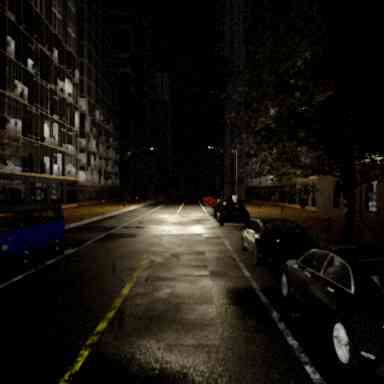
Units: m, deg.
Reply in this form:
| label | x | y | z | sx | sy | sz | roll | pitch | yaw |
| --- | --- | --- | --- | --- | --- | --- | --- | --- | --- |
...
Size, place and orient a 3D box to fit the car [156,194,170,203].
| label | x | y | z | sx | sy | sz | roll | pitch | yaw |
| --- | --- | --- | --- | --- | --- | --- | --- | --- | --- |
| car | -5.706 | 1.338 | 62.385 | 1.887 | 1.381 | 4.507 | 0 | 0 | 0 |

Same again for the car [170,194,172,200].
| label | x | y | z | sx | sy | sz | roll | pitch | yaw |
| --- | --- | --- | --- | --- | --- | --- | --- | --- | --- |
| car | -5.708 | 1.351 | 68.078 | 1.802 | 1.307 | 4.206 | 0 | 0 | 0 |

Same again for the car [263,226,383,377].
| label | x | y | z | sx | sy | sz | roll | pitch | yaw |
| --- | --- | --- | --- | --- | --- | --- | --- | --- | --- |
| car | 2.691 | 1.538 | 5.457 | 2.008 | 1.369 | 4.403 | 0 | 0 | 0 |

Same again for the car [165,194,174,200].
| label | x | y | z | sx | sy | sz | roll | pitch | yaw |
| --- | --- | --- | --- | --- | --- | --- | --- | --- | --- |
| car | -5.714 | 1.258 | 85.156 | 1.947 | 1.339 | 4.313 | 0 | 0 | 0 |

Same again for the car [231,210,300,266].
| label | x | y | z | sx | sy | sz | roll | pitch | yaw |
| --- | --- | --- | --- | --- | --- | --- | --- | --- | --- |
| car | 2.689 | 1.523 | 11.149 | 2.008 | 1.369 | 4.403 | 0 | 0 | 0 |

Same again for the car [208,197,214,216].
| label | x | y | z | sx | sy | sz | roll | pitch | yaw |
| --- | --- | --- | --- | --- | --- | --- | --- | --- | --- |
| car | 2.684 | 1.358 | 28.226 | 1.967 | 1.590 | 4.097 | 0 | 0 | 0 |

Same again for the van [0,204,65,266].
| label | x | y | z | sx | sy | sz | roll | pitch | yaw |
| --- | --- | --- | --- | --- | --- | --- | --- | --- | --- |
| van | -5.691 | 1.314 | 11.150 | 1.690 | 1.788 | 3.998 | 0 | 0 | 0 |

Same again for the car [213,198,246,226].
| label | x | y | z | sx | sy | sz | roll | pitch | yaw |
| --- | --- | --- | --- | --- | --- | --- | --- | --- | --- |
| car | 2.686 | 1.377 | 22.534 | 1.967 | 1.590 | 4.097 | 0 | 0 | 0 |

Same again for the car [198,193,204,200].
| label | x | y | z | sx | sy | sz | roll | pitch | yaw |
| --- | --- | --- | --- | --- | --- | --- | --- | --- | --- |
| car | 2.672 | 1.333 | 68.073 | 1.947 | 1.339 | 4.313 | 0 | 0 | 0 |

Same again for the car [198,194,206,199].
| label | x | y | z | sx | sy | sz | roll | pitch | yaw |
| --- | --- | --- | --- | --- | --- | --- | --- | --- | --- |
| car | 2.666 | 1.229 | 90.841 | 1.947 | 1.339 | 4.313 | 0 | 0 | 0 |

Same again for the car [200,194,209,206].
| label | x | y | z | sx | sy | sz | roll | pitch | yaw |
| --- | --- | --- | --- | --- | --- | --- | --- | --- | --- |
| car | 2.678 | 1.383 | 50.996 | 1.887 | 1.381 | 4.507 | 0 | 0 | 0 |
